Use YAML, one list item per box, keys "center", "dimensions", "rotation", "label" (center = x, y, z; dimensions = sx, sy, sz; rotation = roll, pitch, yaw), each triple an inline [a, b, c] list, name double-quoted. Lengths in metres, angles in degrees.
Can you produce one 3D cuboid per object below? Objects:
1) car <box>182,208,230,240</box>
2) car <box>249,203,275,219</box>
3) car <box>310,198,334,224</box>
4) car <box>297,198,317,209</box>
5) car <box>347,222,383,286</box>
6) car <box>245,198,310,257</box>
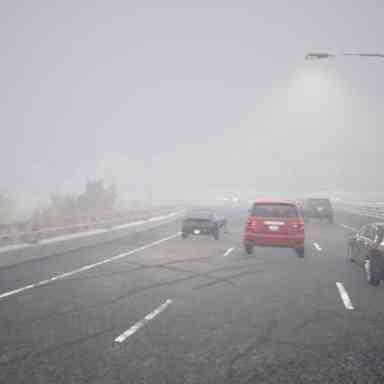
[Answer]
- center: [0.815, 1.605, 17.777]
  dimensions: [1.837, 1.490, 4.892]
  rotation: [1, 0, 14]
  label: "car"
- center: [6.787, 1.811, 32.710]
  dimensions: [1.994, 1.385, 4.181]
  rotation: [1, 0, 5]
  label: "car"
- center: [10.190, 1.481, 27.614]
  dimensions: [2.150, 2.045, 5.566]
  rotation: [1, 0, 12]
  label: "car"
- center: [19.833, 1.877, 57.129]
  dimensions: [2.097, 1.767, 4.553]
  rotation: [1, 0, 33]
  label: "car"
- center: [5.739, 1.617, 9.487]
  dimensions: [1.837, 1.490, 4.892]
  rotation: [1, -1, 17]
  label: "car"
- center: [3.503, 1.332, 13.902]
  dimensions: [2.150, 2.045, 5.566]
  rotation: [1, 0, 15]
  label: "car"
